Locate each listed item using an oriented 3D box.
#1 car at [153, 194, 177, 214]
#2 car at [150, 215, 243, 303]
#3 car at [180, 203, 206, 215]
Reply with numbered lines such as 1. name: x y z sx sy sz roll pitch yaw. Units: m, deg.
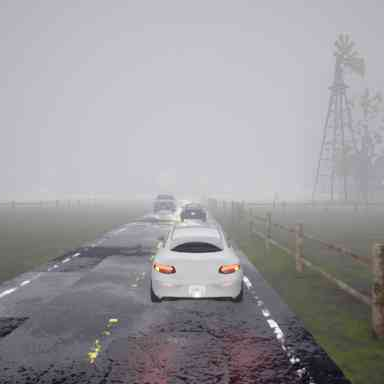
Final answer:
1. car: -2.812 1.215 35.425 2.150 2.045 5.566 0 0 0
2. car: 0.095 1.525 8.079 1.812 1.442 4.674 0 0 0
3. car: 0.099 1.559 26.384 1.994 1.385 4.181 0 0 0
